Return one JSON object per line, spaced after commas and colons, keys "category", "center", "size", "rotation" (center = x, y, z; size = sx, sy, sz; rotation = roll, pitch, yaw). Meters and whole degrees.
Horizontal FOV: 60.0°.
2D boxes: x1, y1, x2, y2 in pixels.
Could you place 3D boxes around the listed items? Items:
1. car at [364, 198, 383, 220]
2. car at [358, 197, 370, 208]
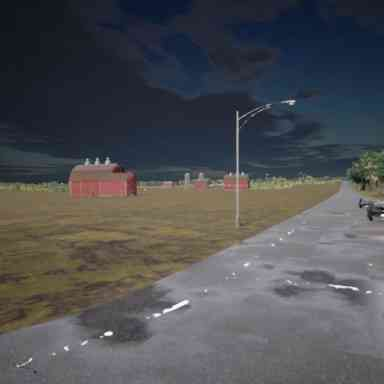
{"category": "car", "center": [15.360, 1.486, 27.106], "size": [1.837, 1.490, 4.892], "rotation": [0, 0, 25]}
{"category": "car", "center": [24.182, 1.442, 46.173], "size": [2.033, 1.411, 5.357], "rotation": [0, 0, 25]}
